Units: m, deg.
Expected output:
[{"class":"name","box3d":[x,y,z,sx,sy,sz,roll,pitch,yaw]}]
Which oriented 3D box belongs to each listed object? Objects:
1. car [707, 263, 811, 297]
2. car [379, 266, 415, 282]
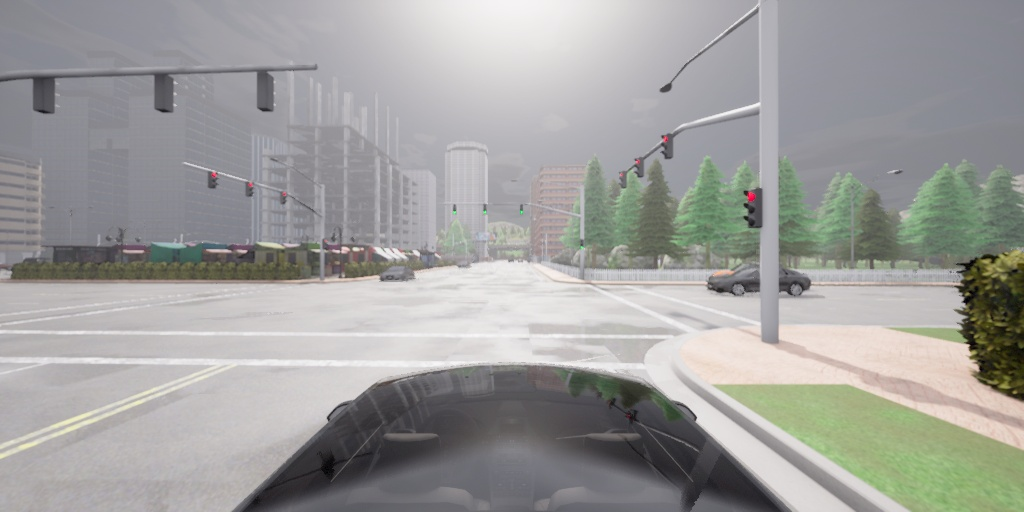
[{"class":"car","box3d":[13.178,1.340,19.307,4.892,1.490,1.837,-1,0,3]},{"class":"car","box3d":[-9.728,1.523,30.664,1.994,1.385,4.181,0,0,1]}]
